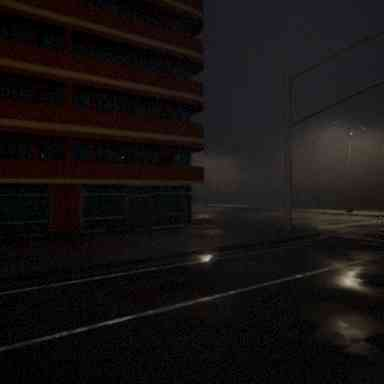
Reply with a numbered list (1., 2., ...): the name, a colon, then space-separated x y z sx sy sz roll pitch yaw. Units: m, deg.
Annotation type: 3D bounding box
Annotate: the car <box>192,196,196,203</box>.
1. car: -1.160 1.250 60.838 1.837 1.490 4.892 -1 0 -35
